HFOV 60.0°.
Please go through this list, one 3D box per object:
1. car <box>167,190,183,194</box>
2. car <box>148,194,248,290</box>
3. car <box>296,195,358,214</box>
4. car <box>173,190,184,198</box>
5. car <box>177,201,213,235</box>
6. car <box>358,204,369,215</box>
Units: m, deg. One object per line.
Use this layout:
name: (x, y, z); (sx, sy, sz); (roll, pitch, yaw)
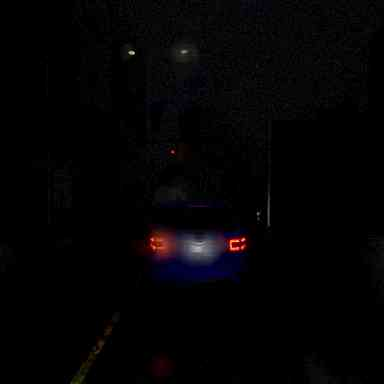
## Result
car: (-2.679, 0.832, 45.188); (2.128, 1.511, 4.902); (0, 2, -1)
car: (0.118, 1.195, 9.124); (2.150, 2.045, 5.566); (0, 0, 0)
car: (12.844, 1.183, 32.425); (5.009, 1.841, 2.192); (1, 0, 0)
car: (-2.531, 0.352, 64.899); (1.895, 1.301, 4.718); (0, 2, 1)
car: (0.133, 1.389, 19.150); (1.837, 1.490, 4.892); (0, 1, 0)
car: (18.242, 1.526, 32.413); (4.206, 1.307, 1.802); (1, 0, 0)
